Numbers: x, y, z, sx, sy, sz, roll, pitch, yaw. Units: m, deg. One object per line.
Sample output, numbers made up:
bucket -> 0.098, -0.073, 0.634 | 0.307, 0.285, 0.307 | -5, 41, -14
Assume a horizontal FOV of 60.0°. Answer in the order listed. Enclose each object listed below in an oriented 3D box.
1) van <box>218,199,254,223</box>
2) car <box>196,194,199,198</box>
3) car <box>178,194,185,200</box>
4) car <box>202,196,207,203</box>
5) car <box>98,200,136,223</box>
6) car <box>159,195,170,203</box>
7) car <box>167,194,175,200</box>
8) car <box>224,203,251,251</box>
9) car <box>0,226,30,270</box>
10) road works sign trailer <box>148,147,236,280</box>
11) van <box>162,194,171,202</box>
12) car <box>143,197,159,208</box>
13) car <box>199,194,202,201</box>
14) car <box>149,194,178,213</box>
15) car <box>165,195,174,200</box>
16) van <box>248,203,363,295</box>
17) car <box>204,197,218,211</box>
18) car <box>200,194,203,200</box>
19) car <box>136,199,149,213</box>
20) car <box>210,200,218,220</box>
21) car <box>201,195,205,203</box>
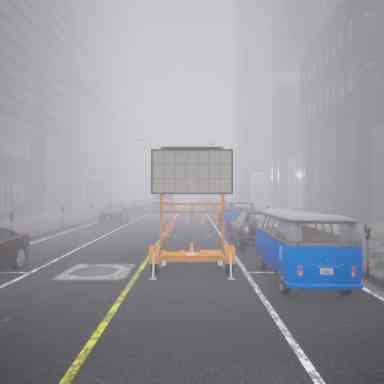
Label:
van -> 2.682, 1.339, 19.705 | 1.690, 1.788, 3.998 | 1, 0, 0
car -> 2.691, 1.474, 81.577 | 1.887, 1.381, 4.507 | 1, 0, 0
car -> -2.984, 1.174, 89.891 | 2.150, 2.045, 5.566 | 0, 0, 0
car -> 2.684, 1.529, 42.204 | 1.887, 1.381, 4.507 | 1, 0, 0
car -> -5.844, 1.540, 25.327 | 1.887, 1.381, 4.507 | 1, 0, 0
car -> -5.835, 1.388, 70.322 | 1.967, 1.590, 4.097 | 1, 0, 0
car -> -5.831, 1.349, 92.820 | 1.967, 1.590, 4.097 | 1, 0, 0
car -> 2.680, 1.440, 14.080 | 1.967, 1.590, 4.097 | 1, 0, 0
car -> -5.848, 1.545, 8.453 | 1.887, 1.381, 4.507 | 1, 0, 0
road works sign trailer -> 0.003, 0.465, 9.916 | 2.380, 3.560, 2.880 | 0, 0, 0
van -> -5.833, 1.280, 75.947 | 1.690, 1.788, 3.998 | 1, 0, 0
car -> -5.840, 1.504, 47.654 | 1.752, 1.417, 4.829 | 1, 0, 0
car -> 2.687, 1.510, 59.078 | 1.887, 1.381, 4.507 | 1, 0, 0
car -> -3.093, 1.210, 36.794 | 2.150, 2.045, 5.566 | 0, 0, 0
car -> -5.834, 1.485, 87.196 | 1.947, 1.339, 4.313 | 1, 0, 0
van -> 2.680, 1.342, 8.455 | 1.690, 1.788, 3.998 | 1, 0, 0
car -> 2.683, 1.540, 36.579 | 2.008, 1.369, 4.403 | 1, 0, 0
car -> 2.687, 1.517, 53.453 | 1.887, 1.381, 4.507 | 1, 0, 0
car -> -5.842, 1.540, 36.575 | 2.008, 1.369, 4.403 | 1, 0, 0
car -> 2.681, 1.547, 25.330 | 2.008, 1.369, 4.403 | 1, 0, 0
car -> 2.685, 1.524, 47.828 | 1.887, 1.381, 4.507 | 1, 0, 0
